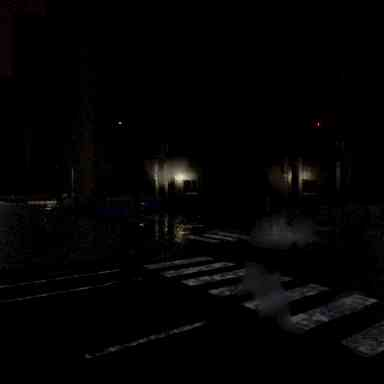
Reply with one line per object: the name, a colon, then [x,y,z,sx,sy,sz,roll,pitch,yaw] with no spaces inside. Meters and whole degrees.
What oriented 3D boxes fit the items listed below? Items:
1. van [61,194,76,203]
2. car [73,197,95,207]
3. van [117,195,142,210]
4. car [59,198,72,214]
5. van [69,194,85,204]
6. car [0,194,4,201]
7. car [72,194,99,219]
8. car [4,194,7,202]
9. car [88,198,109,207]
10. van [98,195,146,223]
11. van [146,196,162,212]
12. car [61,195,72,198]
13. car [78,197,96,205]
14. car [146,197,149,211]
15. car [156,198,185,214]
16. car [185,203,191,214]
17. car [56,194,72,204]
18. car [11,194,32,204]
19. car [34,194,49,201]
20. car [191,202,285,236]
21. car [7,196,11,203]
van: [-24.770,1.329,66.672,1.690,1.788,3.998,0,0,-36]
car: [-16.312,1.505,50.192,1.812,1.442,4.674,0,0,-35]
van: [-8.249,1.330,43.587,1.690,1.788,3.998,0,0,-36]
car: [-11.877,1.548,34.007,1.802,1.307,4.206,0,0,-36]
van: [-21.466,1.329,62.055,1.690,1.788,3.998,0,0,-36]
car: [-41.614,1.529,75.559,1.947,1.339,4.313,0,0,-36]
car: [-8.572,1.284,29.391,2.192,1.841,5.009,0,0,-36]
car: [-38.211,1.488,70.804,1.752,1.417,4.829,0,0,-36]
car: [-14.858,1.569,52.820,1.802,1.307,4.206,0,0,-36]
van: [-5.268,1.314,24.774,1.690,1.788,3.998,0,0,-36]
van: [-4.945,1.332,38.971,1.690,1.788,3.998,0,0,-36]
car: [-15.850,1.496,44.177,1.812,1.442,4.674,0,0,-35]
car: [-18.162,1.570,57.437,1.802,1.307,4.206,0,0,-36]
car: [-6.267,1.455,30.753,1.882,1.535,5.008,0,0,-36]
car: [-1.641,1.577,34.353,1.802,1.307,4.206,0,0,-36]
car: [1.663,1.549,29.736,2.008,1.369,4.403,0,0,-36]
car: [-22.317,1.527,58.497,2.033,1.411,5.357,0,0,-36]
car: [-31.702,1.513,61.708,2.008,1.369,4.403,0,0,-36]
car: [-37.987,1.304,85.140,2.192,1.841,5.009,0,0,-36]
car: [2.568,1.536,18.857,2.033,1.411,5.357,0,0,-40]
car: [-35.006,1.403,66.325,1.967,1.590,4.097,0,0,-36]
